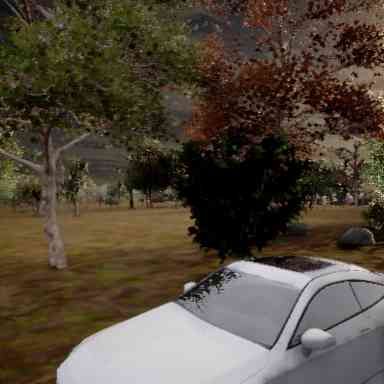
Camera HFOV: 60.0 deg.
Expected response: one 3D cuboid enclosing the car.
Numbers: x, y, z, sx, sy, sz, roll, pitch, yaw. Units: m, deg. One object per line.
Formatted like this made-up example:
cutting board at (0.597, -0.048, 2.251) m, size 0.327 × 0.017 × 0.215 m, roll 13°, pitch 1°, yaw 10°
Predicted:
car at (0.946, 1.531, 3.749) m, size 4.674 × 1.442 × 1.812 m, roll 0°, pitch 0°, yaw -36°
